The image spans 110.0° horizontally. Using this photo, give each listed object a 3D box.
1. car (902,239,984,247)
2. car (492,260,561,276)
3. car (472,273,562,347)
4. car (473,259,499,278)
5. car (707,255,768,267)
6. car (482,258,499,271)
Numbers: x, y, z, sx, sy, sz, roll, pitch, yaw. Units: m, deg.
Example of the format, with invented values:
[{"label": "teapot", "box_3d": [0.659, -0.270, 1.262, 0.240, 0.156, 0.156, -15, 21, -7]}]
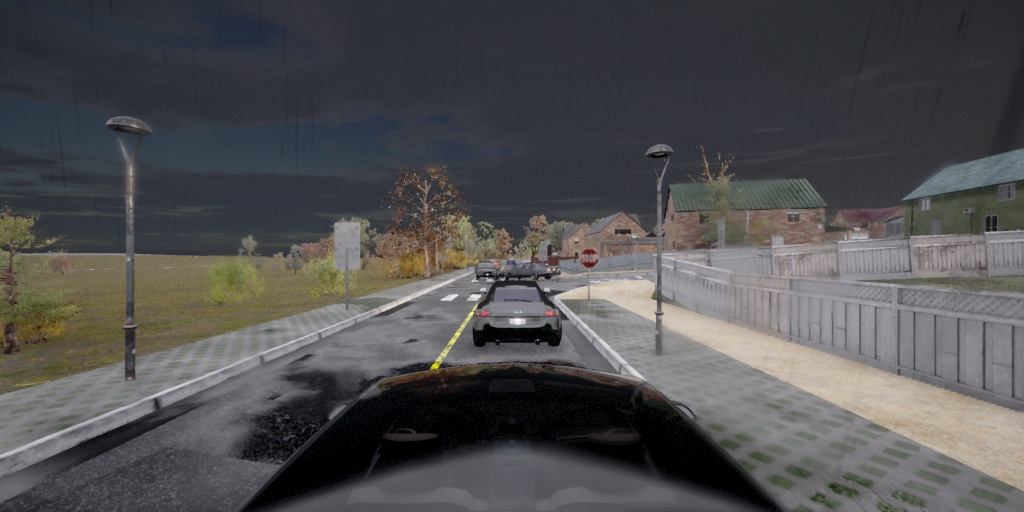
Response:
[{"label": "car", "box_3d": [23.848, -0.208, 20.386, 4.902, 1.511, 2.128, -3, 0, 14]}, {"label": "car", "box_3d": [1.280, 1.197, 28.383, 5.357, 1.411, 2.033, -4, -3, 43]}, {"label": "car", "box_3d": [0.086, 1.313, 9.366, 1.994, 1.385, 4.181, 0, 0, -1]}, {"label": "car", "box_3d": [-2.314, 1.257, 31.287, 1.837, 1.490, 4.892, 0, 0, -8]}, {"label": "car", "box_3d": [14.343, 0.413, 22.788, 4.181, 1.385, 1.994, -3, 0, 16]}, {"label": "car", "box_3d": [-2.952, 1.120, 51.104, 2.097, 1.767, 4.553, 0, 0, 1]}]
